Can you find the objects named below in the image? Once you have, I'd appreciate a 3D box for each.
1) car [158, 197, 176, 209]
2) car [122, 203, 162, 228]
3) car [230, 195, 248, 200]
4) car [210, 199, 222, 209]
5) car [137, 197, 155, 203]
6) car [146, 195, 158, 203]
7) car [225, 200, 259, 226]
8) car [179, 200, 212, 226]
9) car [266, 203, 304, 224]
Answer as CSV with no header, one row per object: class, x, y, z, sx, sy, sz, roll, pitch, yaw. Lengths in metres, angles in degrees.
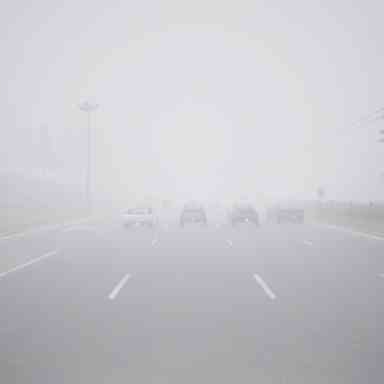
car,-3.501,1.706,49.103,1.837,1.490,4.892,0,0,0
car,-3.404,1.693,22.701,1.895,1.301,4.718,0,0,0
car,7.003,1.426,49.580,2.150,2.045,5.566,0,0,0
car,3.509,1.769,50.374,1.994,1.385,4.181,0,0,0
car,-7.008,1.761,48.619,1.994,1.385,4.181,0,0,0
car,-7.009,1.459,58.654,2.150,2.045,5.566,0,0,0
car,3.597,1.604,24.253,1.837,1.490,4.892,0,0,0
car,0.096,1.590,24.176,2.128,1.511,4.902,0,0,0
car,7.096,1.583,25.791,1.882,1.535,5.008,0,0,0
